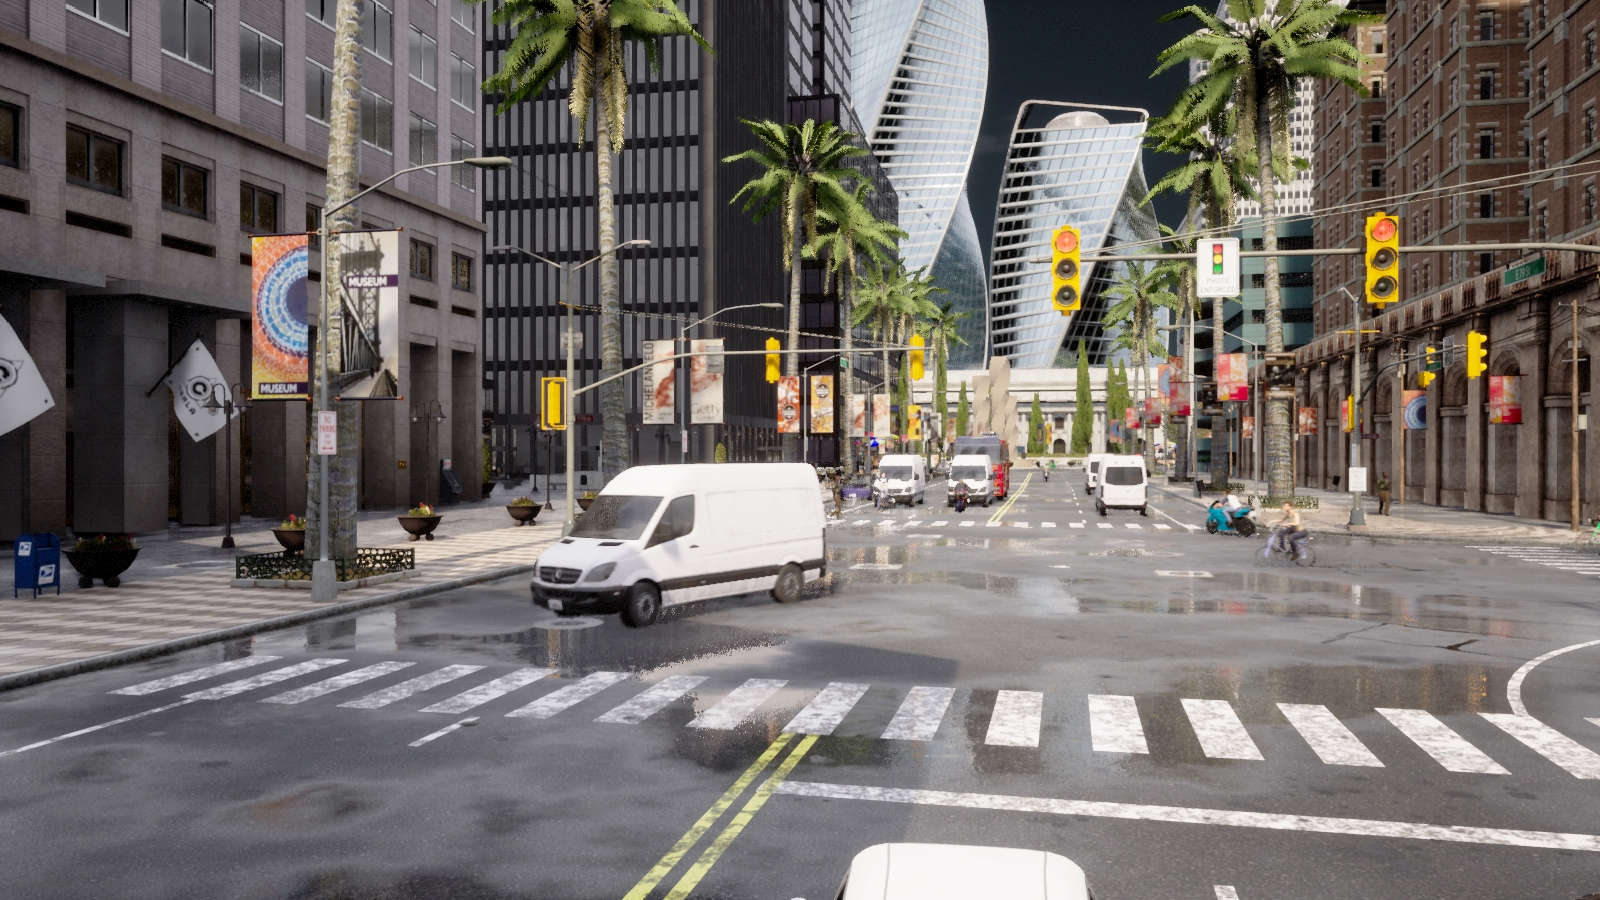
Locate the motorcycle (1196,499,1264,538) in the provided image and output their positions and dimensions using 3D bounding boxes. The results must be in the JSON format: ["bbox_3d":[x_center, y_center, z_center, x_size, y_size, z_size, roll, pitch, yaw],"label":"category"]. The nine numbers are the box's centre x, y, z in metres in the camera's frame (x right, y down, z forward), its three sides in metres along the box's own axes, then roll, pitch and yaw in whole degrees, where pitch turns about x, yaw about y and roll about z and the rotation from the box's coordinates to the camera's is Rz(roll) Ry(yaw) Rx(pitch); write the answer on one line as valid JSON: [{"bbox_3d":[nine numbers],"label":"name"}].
[{"bbox_3d":[13.955,2.213,37.121,0.803,1.145,2.033,1,-1,-28],"label":"motorcycle"}]

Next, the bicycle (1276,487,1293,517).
[{"bbox_3d":[20.524,2.206,48.420,0.373,1.196,1.643,0,0,13],"label":"bicycle"}]

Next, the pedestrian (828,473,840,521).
[{"bbox_3d":[1.340,1.848,44.996,0.375,1.860,0.375,0,0,25],"label":"pedestrian"}]

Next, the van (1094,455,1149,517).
[{"bbox_3d":[14.312,1.537,51.093,1.988,2.561,5.915,0,0,12],"label":"van"}]

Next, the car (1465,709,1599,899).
[{"bbox_3d":[3.753,1.992,2.523,2.152,1.651,5.027,0,0,7],"label":"car"}]

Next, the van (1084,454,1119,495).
[{"bbox_3d":[19.628,1.534,74.456,1.988,2.561,5.915,0,0,13],"label":"van"}]

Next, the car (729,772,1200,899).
[{"bbox_3d":[0.558,2.120,3.851,1.481,1.376,2.207,0,0,9],"label":"car"}]

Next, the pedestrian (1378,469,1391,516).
[{"bbox_3d":[23.251,1.697,45.455,0.375,1.860,0.375,0,0,6],"label":"pedestrian"}]

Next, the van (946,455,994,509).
[{"bbox_3d":[8.600,1.534,57.397,1.988,2.561,5.915,0,0,13],"label":"van"}]

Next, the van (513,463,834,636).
[{"bbox_3d":[-1.995,1.534,20.126,1.988,2.561,5.915,-1,-1,39],"label":"van"}]

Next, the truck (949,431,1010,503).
[{"bbox_3d":[10.323,0.890,65.040,2.891,3.827,8.468,0,0,13],"label":"truck"}]

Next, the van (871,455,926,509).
[{"bbox_3d":[5.034,1.534,57.494,1.988,2.561,5.915,0,0,13],"label":"van"}]
